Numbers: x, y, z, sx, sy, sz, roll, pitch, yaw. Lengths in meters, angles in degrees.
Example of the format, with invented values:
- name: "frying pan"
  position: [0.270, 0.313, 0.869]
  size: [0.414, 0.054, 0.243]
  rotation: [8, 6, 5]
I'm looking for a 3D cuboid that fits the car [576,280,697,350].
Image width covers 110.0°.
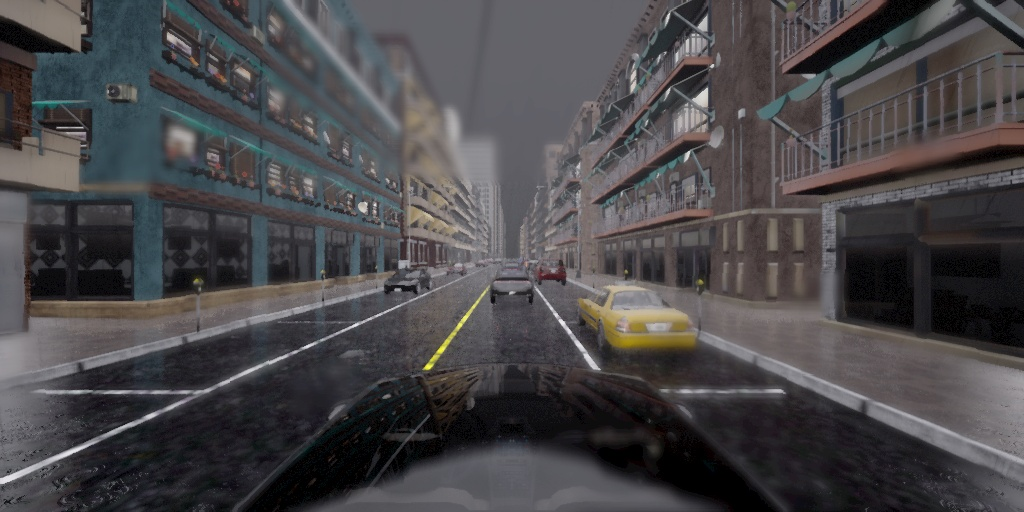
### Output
- name: "car"
  position: [2.691, 1.274, 8.851]
  size: [1.751, 1.417, 4.829]
  rotation: [0, 0, 0]

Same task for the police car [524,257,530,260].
- name: "police car"
  position: [3.134, 1.187, 50.440]
  size: [1.930, 1.638, 5.238]
  rotation: [0, 0, 0]

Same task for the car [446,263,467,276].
- name: "car"
  position: [-5.690, 1.338, 37.091]
  size: [1.802, 1.307, 4.207]
  rotation: [0, 0, 0]

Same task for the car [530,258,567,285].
- name: "car"
  position: [2.691, 1.067, 25.729]
  size: [2.192, 1.841, 5.009]
  rotation: [0, 0, 0]

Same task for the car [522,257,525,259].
- name: "car"
  position: [3.113, 1.118, 57.300]
  size: [2.097, 1.767, 4.553]
  rotation: [0, 0, 0]

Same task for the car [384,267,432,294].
- name: "car"
  position: [-5.690, 1.317, 20.043]
  size: [1.948, 1.339, 4.313]
  rotation: [0, 0, 0]

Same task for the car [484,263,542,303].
- name: "car"
  position: [0.001, 1.247, 16.501]
  size: [2.128, 1.511, 4.902]
  rotation: [0, 0, 0]

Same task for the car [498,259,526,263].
- name: "car"
  position: [0.001, 1.272, 31.500]
  size: [1.837, 1.490, 4.892]
  rotation: [0, 0, 0]

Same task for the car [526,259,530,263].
- name: "car"
  position: [2.691, 1.307, 37.094]
  size: [2.007, 1.370, 4.403]
  rotation: [0, 0, 0]
